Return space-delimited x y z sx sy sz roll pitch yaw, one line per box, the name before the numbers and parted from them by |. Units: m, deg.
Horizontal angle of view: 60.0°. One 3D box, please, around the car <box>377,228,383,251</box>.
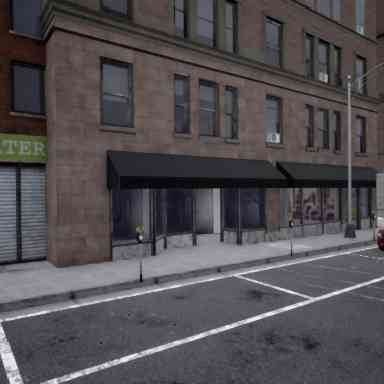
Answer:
car | 8.926 1.541 12.923 4.507 1.381 1.887 0 -1 -36
